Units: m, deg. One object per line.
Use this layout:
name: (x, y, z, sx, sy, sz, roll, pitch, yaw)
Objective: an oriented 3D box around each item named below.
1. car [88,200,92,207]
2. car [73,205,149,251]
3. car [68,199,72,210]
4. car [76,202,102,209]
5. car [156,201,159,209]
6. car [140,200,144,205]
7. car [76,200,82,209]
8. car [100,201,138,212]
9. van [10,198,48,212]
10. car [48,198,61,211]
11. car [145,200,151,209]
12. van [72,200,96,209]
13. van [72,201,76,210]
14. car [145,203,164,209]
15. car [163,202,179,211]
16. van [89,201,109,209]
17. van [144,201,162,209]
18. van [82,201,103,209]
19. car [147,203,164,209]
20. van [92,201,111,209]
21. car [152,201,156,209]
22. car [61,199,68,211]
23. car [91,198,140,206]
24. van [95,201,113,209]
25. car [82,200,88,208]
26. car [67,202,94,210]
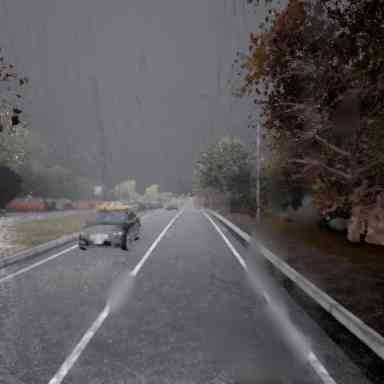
car: (-23.390, 2.809, 66.896, 5.008, 1.535, 2.097, 0, -2, 0)
car: (-3.347, 1.523, 14.341, 2.128, 1.511, 4.902, 0, 0, 0)
car: (-23.396, 2.376, 55.823, 4.892, 1.521, 2.231, 0, -2, 0)
car: (-23.205, 3.131, 75.202, 5.366, 1.575, 1.946, 0, -2, 0)
car: (-10.281, 3.043, 72.247, 4.792, 1.488, 2.163, 0, -2, 0)
car: (-10.332, 2.155, 50.061, 5.008, 1.535, 2.097, 0, -2, 0)
car: (-23.367, 2.467, 61.364, 4.553, 1.767, 2.185, 0, -2, 0)
car: (-10.333, 2.063, 47.290, 4.892, 1.521, 2.231, 0, -2, 0)
van: (-23.525, 1.845, 47.409, 4.442, 1.987, 1.878, 0, -2, 0)
car: (-23.434, 1.915, 50.300, 5.566, 2.045, 2.435, 0, -2, 0)
car: (-10.294, 2.111, 55.615, 5.566, 2.045, 2.435, 0, -2, 0)
van: (-23.508, 2.800, 72.441, 4.442, 1.987, 1.878, 0, -2, 0)
van: (-23.517, 2.258, 58.601, 4.442, 1.987, 1.878, 0, -2, 0)
car: (-10.293, 3.922, 91.641, 5.008, 1.535, 2.097, 0, -3, 0)
car: (-3.299, 2.402, 56.078, 1.837, 1.490, 4.892, 0, -2, 1)
van: (-23.267, 3.243, 83.363, 4.442, 1.987, 1.878, 0, -3, 0)
van: (-10.186, 3.391, 86.110, 4.442, 1.987, 1.878, 0, -3, 0)
van: (-23.271, 3.017, 77.977, 4.442, 1.987, 1.878, 0, -2, 0)
car: (-10.265, 3.950, 94.420, 4.553, 1.767, 2.185, 0, -3, 0)
van: (-23.498, 3.404, 86.262, 4.442, 1.987, 1.878, 0, -3, 0)
car: (-10.320, 2.797, 66.701, 5.008, 1.535, 2.097, 0, -2, 0)
car: (-23.219, 2.266, 53.058, 5.366, 1.575, 1.946, 0, -2, 0)
car: (-10.144, 1.974, 44.522, 5.366, 1.575, 1.946, 0, -2, 0)
van: (-23.497, 3.550, 88.903, 4.442, 1.987, 1.878, 0, -3, 0)
car: (-23.392, 2.696, 64.003, 5.008, 1.535, 2.097, 0, -2, 0)
car: (-23.387, 2.919, 69.665, 4.892, 1.521, 2.231, 0, -2, 0)
